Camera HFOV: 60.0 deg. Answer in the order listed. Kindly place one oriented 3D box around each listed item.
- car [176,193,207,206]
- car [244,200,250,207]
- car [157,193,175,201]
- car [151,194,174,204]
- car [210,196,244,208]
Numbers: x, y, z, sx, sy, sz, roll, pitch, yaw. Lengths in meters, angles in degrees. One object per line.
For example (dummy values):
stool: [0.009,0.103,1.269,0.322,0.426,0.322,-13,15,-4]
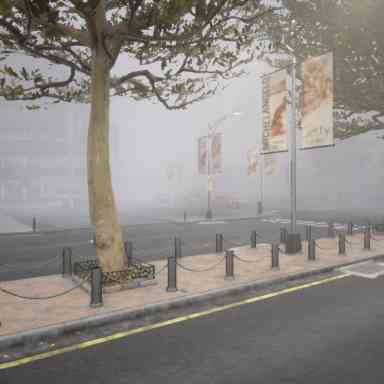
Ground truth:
car: [-0.178,1.352,55.955,2.097,1.767,4.553,0,0,-36]
car: [6.980,1.526,52.017,1.812,1.442,4.674,0,0,-36]
car: [-5.085,1.221,67.868,5.566,2.045,2.150,0,0,45]
car: [-6.081,1.564,63.566,1.994,1.385,4.181,0,0,-42]
car: [4.916,1.352,48.874,2.097,1.767,4.553,0,0,-35]
